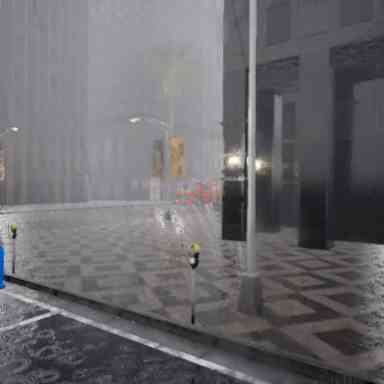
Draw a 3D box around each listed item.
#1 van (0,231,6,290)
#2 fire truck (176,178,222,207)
[{"bbox_3d":[-5.620,1.339,7.073,3.998,1.788,1.690,0,1,35],"label":"van"},{"bbox_3d":[1.301,0.009,47.016,2.891,3.827,8.468,1,1,35],"label":"fire truck"}]
